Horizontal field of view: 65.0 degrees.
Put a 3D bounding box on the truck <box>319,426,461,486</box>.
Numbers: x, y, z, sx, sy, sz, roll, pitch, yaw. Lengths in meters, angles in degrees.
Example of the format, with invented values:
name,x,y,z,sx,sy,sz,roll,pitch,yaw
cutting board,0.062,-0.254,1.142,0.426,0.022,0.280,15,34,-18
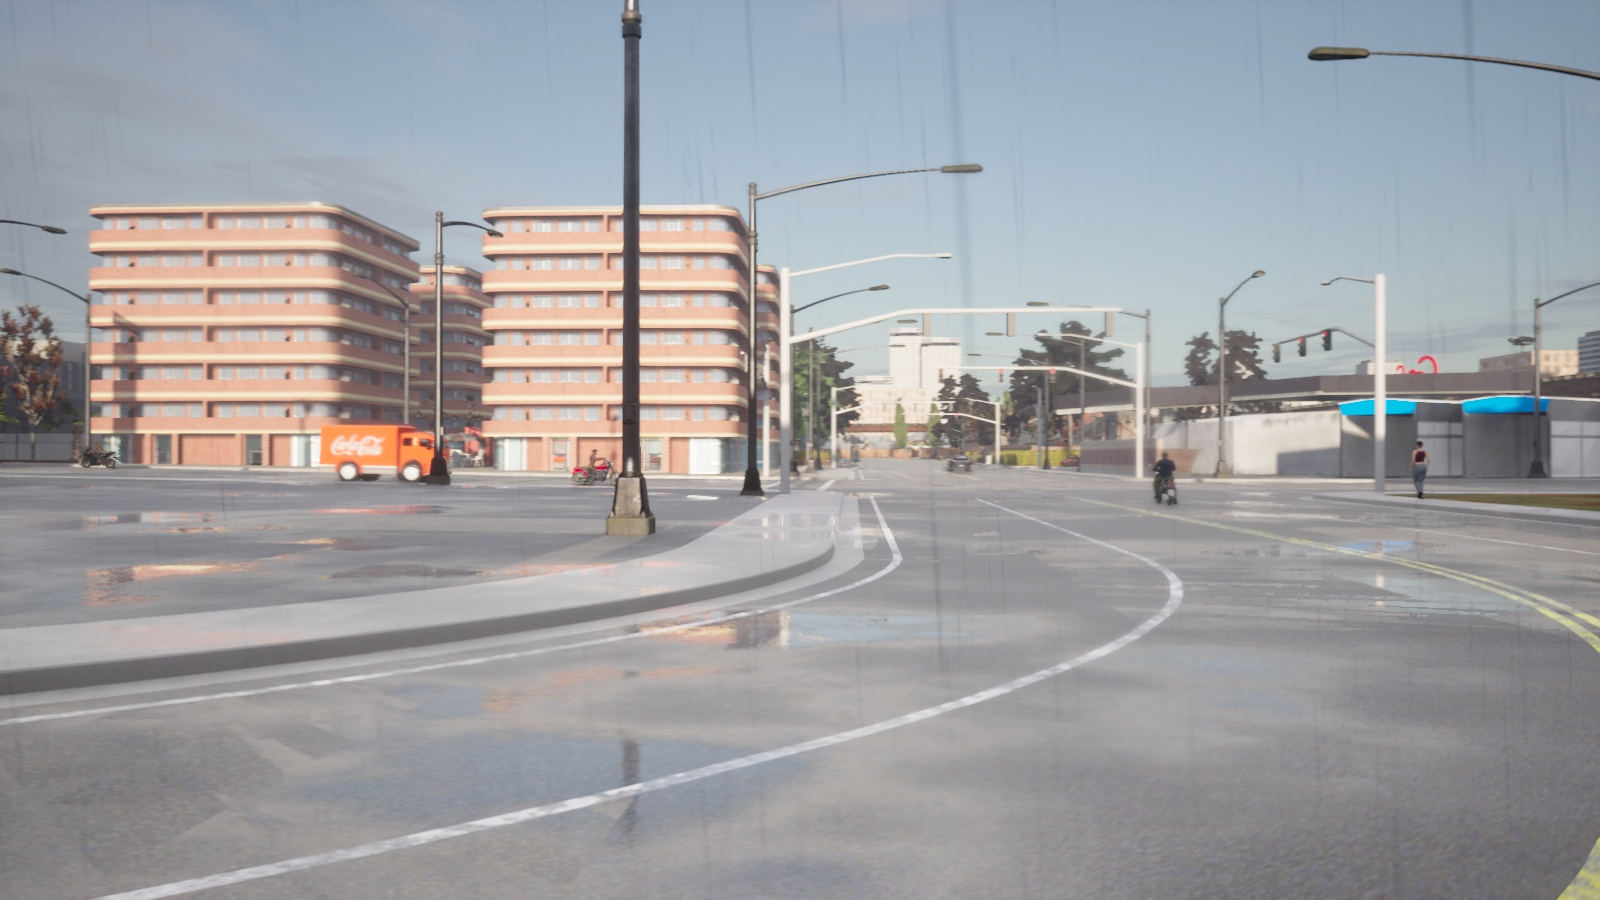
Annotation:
name,x,y,z,sx,sy,sz,roll,pitch,yaw
truck,-17.615,0.259,54.130,5.204,2.467,2.627,1,0,4

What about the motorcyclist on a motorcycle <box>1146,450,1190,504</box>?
name,x,y,z,sx,sy,sz,roll,pitch,yaw
motorcyclist on a motorcycle,11.039,0.806,37.772,0.866,1.590,1.817,0,0,3

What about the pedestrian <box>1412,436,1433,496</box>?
name,x,y,z,sx,sy,sz,roll,pitch,yaw
pedestrian,19.082,0.489,38.492,0.345,1.836,0.594,0,0,2

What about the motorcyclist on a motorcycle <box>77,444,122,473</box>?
name,x,y,z,sx,sy,sz,roll,pitch,yaw
motorcyclist on a motorcycle,-38.782,0.463,69.522,2.044,1.523,0.797,1,0,4

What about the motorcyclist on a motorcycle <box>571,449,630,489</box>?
name,x,y,z,sx,sy,sz,roll,pitch,yaw
motorcyclist on a motorcycle,-8.485,0.799,53.540,2.350,1.649,0.766,1,0,4
